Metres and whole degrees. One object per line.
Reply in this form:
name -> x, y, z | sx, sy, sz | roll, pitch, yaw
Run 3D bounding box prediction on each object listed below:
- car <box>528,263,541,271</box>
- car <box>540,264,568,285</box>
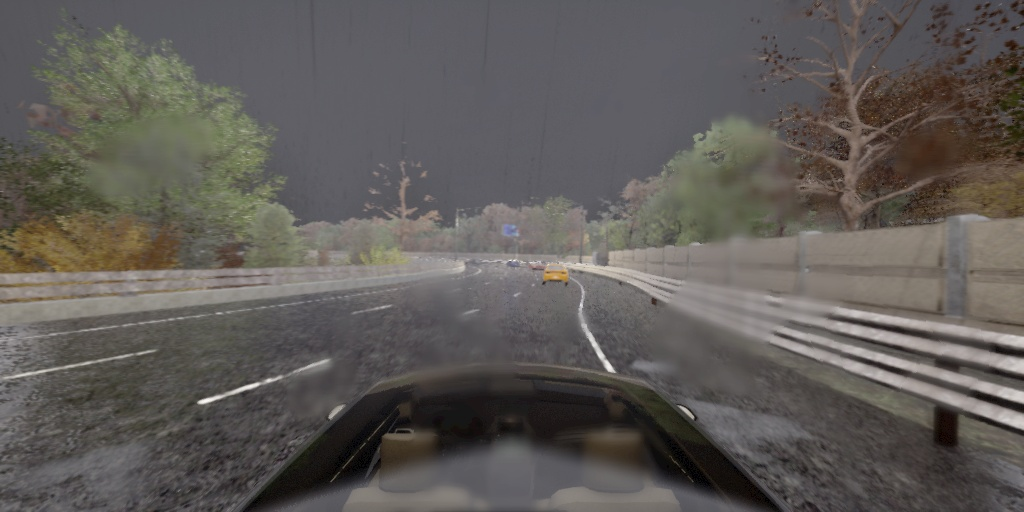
car -> 3.722, 1.711, 56.410 | 1.895, 1.301, 4.718 | 2, 0, -7
car -> 3.565, 1.454, 29.277 | 1.882, 1.535, 5.008 | 2, 0, 7
